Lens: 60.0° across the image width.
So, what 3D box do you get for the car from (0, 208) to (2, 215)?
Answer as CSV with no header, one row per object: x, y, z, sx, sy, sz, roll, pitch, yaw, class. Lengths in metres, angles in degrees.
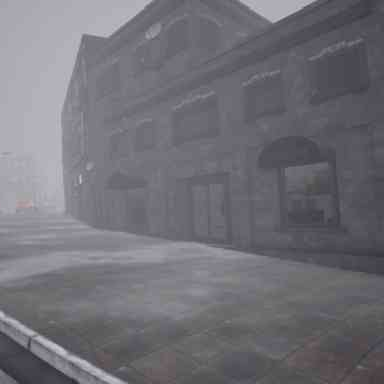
-23.904,2.050,38.547,1.837,1.490,4.892,-3,0,-6,car

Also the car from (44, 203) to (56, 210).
-29.819,2.952,68.953,1.812,1.442,4.674,-3,-1,-4,car

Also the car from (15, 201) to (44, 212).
-25.094,2.117,50.933,2.097,1.767,4.553,-3,-1,-4,car
